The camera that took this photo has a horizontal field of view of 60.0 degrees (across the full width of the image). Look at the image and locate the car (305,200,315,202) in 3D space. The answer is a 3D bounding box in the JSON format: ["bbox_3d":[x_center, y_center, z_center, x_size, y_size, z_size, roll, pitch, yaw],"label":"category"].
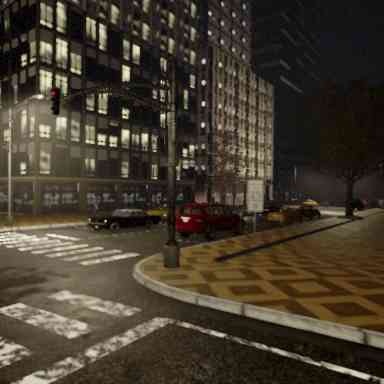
[{"bbox_3d":[21.112,2.041,59.794,1.752,1.417,4.829,0,0,37],"label":"car"}]

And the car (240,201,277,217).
[{"bbox_3d":[7.467,1.820,37.008,2.128,1.511,4.902,1,0,37],"label":"car"}]

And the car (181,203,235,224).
[{"bbox_3d":[1.492,1.789,28.973,2.033,1.411,5.357,1,0,36],"label":"car"}]

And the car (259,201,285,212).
[{"bbox_3d":[11.141,1.943,46.342,1.947,1.339,4.313,0,0,37],"label":"car"}]

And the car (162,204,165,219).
[{"bbox_3d":[-2.390,1.707,28.088,1.752,1.417,4.829,0,0,37],"label":"car"}]

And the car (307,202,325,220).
[{"bbox_3d":[11.162,1.973,32.299,1.802,1.307,4.206,0,0,37],"label":"car"}]

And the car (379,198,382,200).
[{"bbox_3d":[34.673,2.264,64.017,1.887,1.381,4.507,0,0,37],"label":"car"}]

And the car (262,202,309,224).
[{"bbox_3d":[7.905,1.869,27.904,1.752,1.417,4.829,0,0,37],"label":"car"}]

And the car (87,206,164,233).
[{"bbox_3d":[-4.266,1.758,21.198,1.895,1.301,4.718,1,0,37],"label":"car"}]

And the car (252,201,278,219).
[{"bbox_3d":[7.590,1.827,31.826,2.128,1.511,4.902,1,0,37],"label":"car"}]

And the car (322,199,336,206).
[{"bbox_3d":[27.927,2.191,68.989,1.802,1.307,4.206,0,0,37],"label":"car"}]

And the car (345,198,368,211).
[{"bbox_3d":[24.599,1.896,50.425,2.192,1.841,5.009,0,0,37],"label":"car"}]

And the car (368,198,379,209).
[{"bbox_3d":[31.316,1.988,59.487,2.192,1.841,5.009,0,0,37],"label":"car"}]

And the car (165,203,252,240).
[{"bbox_3d":[1.089,1.559,18.706,2.192,1.841,5.009,0,0,37],"label":"car"}]

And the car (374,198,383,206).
[{"bbox_3d":[41.391,2.251,73.080,1.967,1.590,4.097,0,0,37],"label":"car"}]

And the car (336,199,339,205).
[{"bbox_3d":[31.284,2.205,73.519,2.008,1.369,4.403,0,0,37],"label":"car"}]
